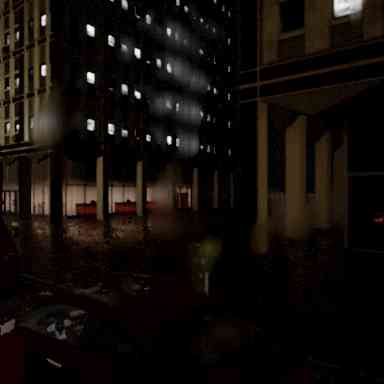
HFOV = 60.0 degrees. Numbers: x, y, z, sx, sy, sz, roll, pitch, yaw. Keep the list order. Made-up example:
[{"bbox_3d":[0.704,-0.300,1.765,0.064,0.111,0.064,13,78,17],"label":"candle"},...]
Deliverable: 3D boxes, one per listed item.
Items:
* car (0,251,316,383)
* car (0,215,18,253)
[{"bbox_3d":[-0.878,1.562,3.508,4.206,1.307,1.802,1,0,35],"label":"car"},{"bbox_3d":[-5.503,1.250,6.808,5.009,1.841,2.192,1,0,35],"label":"car"}]
